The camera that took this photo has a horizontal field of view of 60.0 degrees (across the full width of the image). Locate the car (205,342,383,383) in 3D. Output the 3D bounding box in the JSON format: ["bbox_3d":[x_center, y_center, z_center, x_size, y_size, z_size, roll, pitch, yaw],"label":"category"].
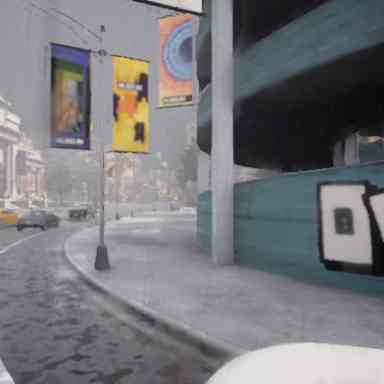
[{"bbox_3d":[2.059,1.559,1.521,4.674,1.442,1.812,-1,-2,41],"label":"car"}]

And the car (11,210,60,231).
[{"bbox_3d":[-11.476,2.076,25.087,1.994,1.385,4.181,0,-1,-4],"label":"car"}]

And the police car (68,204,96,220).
[{"bbox_3d":[-11.992,2.171,36.696,1.930,1.638,5.238,0,-1,-1],"label":"police car"}]

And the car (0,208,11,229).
[{"bbox_3d":[-15.038,2.009,25.948,1.882,1.535,5.008,0,-1,-4],"label":"car"}]
